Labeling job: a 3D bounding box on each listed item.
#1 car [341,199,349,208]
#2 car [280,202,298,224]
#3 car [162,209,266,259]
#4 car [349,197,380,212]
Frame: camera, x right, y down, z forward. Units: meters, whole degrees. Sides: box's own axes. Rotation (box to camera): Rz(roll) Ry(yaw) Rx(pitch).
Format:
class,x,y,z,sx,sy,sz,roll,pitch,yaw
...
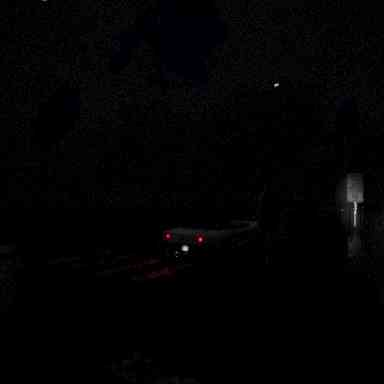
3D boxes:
class,x,y,z,sx,sy,sz,roll,pitch,yaw
car,20.669,1.296,42.802,1.882,1.535,5.008,0,0,38
car,5.904,1.394,23.481,1.994,1.385,4.181,0,0,37
car,1.123,1.482,12.299,1.895,1.301,4.718,0,0,37
car,18.631,1.301,35.372,2.128,1.511,4.902,0,0,37
